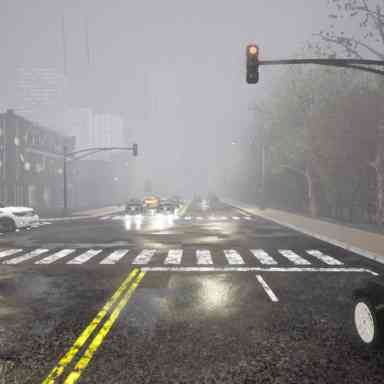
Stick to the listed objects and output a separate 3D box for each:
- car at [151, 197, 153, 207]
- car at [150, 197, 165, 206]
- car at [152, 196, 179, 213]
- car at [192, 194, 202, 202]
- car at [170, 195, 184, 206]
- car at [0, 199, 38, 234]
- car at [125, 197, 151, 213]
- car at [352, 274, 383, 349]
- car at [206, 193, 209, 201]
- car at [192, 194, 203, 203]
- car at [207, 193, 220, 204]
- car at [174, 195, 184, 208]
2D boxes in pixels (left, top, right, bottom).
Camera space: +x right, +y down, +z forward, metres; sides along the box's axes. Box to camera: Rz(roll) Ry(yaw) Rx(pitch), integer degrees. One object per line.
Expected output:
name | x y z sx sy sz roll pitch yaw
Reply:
car | -5.884 1.462 45.889 1.882 1.535 5.008 0 0 1
car | -5.714 1.544 55.940 1.994 1.385 4.181 0 0 2
car | -2.830 1.480 36.704 2.128 1.511 4.902 0 0 -2
car | 1.179 1.324 77.120 2.097 1.767 4.553 0 0 1
car | -2.470 1.332 56.503 2.097 1.767 4.553 0 0 1
car | -11.878 1.325 19.003 5.566 2.045 2.150 -2 1 -3
car | -6.046 1.481 36.376 2.128 1.511 4.902 0 0 -1
car | 3.397 1.477 3.220 1.882 1.535 5.008 0 0 1
car | 4.422 1.195 76.637 2.150 2.045 5.566 0 0 1
car | 1.107 1.523 65.923 2.033 1.411 5.357 0 0 2
car | 4.328 1.482 63.884 1.837 1.490 4.892 0 0 1
car | -2.630 1.476 46.212 2.128 1.511 4.902 0 0 1
